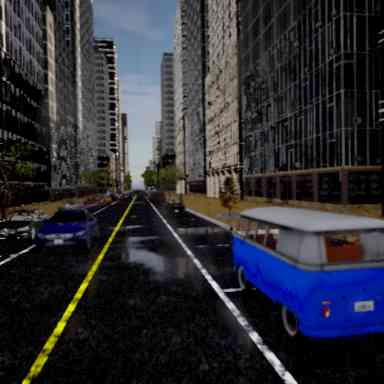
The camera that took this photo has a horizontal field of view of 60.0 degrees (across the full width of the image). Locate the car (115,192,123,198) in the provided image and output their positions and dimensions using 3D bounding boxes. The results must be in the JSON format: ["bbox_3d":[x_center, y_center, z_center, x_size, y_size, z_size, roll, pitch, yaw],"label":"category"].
[{"bbox_3d":[-19.543,0.798,89.062,1.967,1.590,4.097,-2,1,-9],"label":"car"}]

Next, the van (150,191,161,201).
[{"bbox_3d":[-6.867,0.753,62.283,1.690,1.788,3.998,-2,1,-9],"label":"van"}]

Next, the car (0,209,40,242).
[{"bbox_3d":[-8.095,1.531,16.071,2.008,1.369,4.403,-2,1,-9],"label":"car"}]

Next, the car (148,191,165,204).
[{"bbox_3d":[-5.107,0.822,51.053,2.192,1.841,5.009,-2,1,-9],"label":"car"}]

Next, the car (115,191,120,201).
[{"bbox_3d":[-16.018,1.118,66.605,1.947,1.339,4.313,-2,1,-9],"label":"car"}]

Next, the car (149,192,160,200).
[{"bbox_3d":[-7.744,0.803,67.899,1.967,1.590,4.097,-2,1,-9],"label":"car"}]

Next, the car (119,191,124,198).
[{"bbox_3d":[-17.779,1.006,77.834,2.008,1.369,4.403,-2,1,-9],"label":"car"}]

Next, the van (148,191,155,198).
[{"bbox_3d":[-10.389,0.559,84.742,1.690,1.788,3.998,-2,1,-9],"label":"van"}]

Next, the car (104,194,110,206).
[{"bbox_3d":[-12.500,1.183,44.143,1.967,1.590,4.097,-2,1,-9],"label":"car"}]

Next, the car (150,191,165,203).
[{"bbox_3d":[-5.987,0.774,56.669,2.192,1.841,5.009,-2,1,-9],"label":"car"}]

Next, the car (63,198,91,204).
[{"bbox_3d":[-9.855,1.436,27.300,2.008,1.369,4.403,-2,1,-9],"label":"car"}]

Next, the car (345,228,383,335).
[{"bbox_3d":[2.817,1.248,0.519,2.192,1.841,5.009,-2,1,-9],"label":"car"}]

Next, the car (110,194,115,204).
[{"bbox_3d":[-14.232,1.175,55.207,1.752,1.417,4.829,-2,1,-9],"label":"car"}]

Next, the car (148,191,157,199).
[{"bbox_3d":[-9.505,0.707,79.129,1.967,1.590,4.097,-2,1,-9],"label":"car"}]

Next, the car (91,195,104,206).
[{"bbox_3d":[-11.615,1.372,38.530,1.802,1.307,4.206,-2,1,-9],"label":"car"}]

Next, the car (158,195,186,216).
[{"bbox_3d":[-1.578,1.248,28.596,2.008,1.369,4.403,-2,1,-9],"label":"car"}]

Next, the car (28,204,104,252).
[{"bbox_3d":[-5.032,1.466,13.954,1.812,1.442,4.674,-1,1,-9],"label":"car"}]

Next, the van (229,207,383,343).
[{"bbox_3d":[1.938,1.227,6.135,1.690,1.788,3.998,-2,1,-9],"label":"van"}]
